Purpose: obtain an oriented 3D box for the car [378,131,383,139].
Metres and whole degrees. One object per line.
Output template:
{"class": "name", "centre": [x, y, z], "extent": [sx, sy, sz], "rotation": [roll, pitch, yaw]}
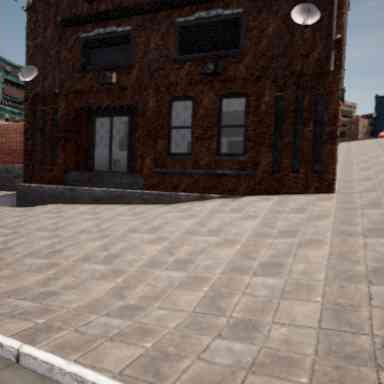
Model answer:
{"class": "car", "centre": [19.598, -5.266, 30.489], "extent": [2.185, 1.767, 4.553], "rotation": [1, 2, -25]}
